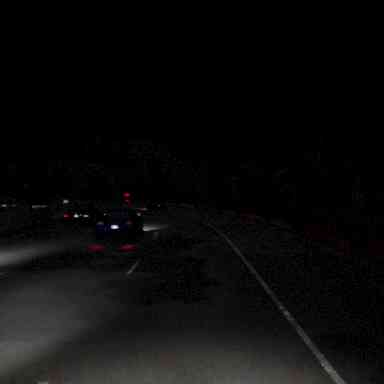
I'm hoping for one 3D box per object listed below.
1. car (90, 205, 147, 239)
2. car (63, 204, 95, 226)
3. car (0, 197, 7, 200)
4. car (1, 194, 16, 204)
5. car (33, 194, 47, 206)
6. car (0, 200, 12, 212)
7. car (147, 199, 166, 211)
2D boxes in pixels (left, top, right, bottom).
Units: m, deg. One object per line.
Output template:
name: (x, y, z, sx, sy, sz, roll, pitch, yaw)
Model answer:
car: (-3.675, 1.578, 17.301, 1.994, 1.385, 4.181, 0, 0, -3)
car: (-7.696, 1.574, 23.735, 2.033, 1.411, 5.357, 0, 0, -7)
car: (-20.136, 1.538, 32.486, 1.882, 1.535, 5.008, 0, 0, -14)
car: (-38.098, 1.518, 68.761, 2.150, 2.045, 5.566, 0, 0, -39)
car: (-28.396, 1.429, 61.476, 2.150, 2.045, 5.566, 0, 0, -33)
car: (-14.987, 1.535, 23.617, 1.837, 1.490, 4.892, 0, 0, -8)
car: (-4.620, 1.631, 42.566, 1.994, 1.385, 4.181, 0, 0, -17)
